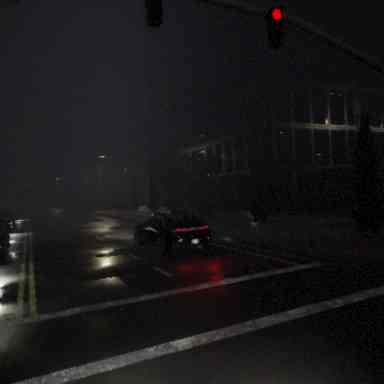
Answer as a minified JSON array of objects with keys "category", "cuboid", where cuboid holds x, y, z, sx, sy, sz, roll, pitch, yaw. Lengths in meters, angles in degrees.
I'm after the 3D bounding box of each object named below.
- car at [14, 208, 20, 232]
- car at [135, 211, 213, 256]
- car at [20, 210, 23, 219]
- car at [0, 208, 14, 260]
[{"category":"car","cuboid":[-14.557,2.280,25.466,1.837,1.490,4.892,-3,0,-26]},{"category":"car","cuboid":[-0.937,1.542,13.603,2.128,1.511,4.902,-3,0,-26]},{"category":"car","cuboid":[-22.461,2.761,41.891,1.994,1.385,4.181,-3,0,-26]},{"category":"car","cuboid":[-9.026,1.701,14.071,2.150,2.045,5.566,-3,0,-26]}]
